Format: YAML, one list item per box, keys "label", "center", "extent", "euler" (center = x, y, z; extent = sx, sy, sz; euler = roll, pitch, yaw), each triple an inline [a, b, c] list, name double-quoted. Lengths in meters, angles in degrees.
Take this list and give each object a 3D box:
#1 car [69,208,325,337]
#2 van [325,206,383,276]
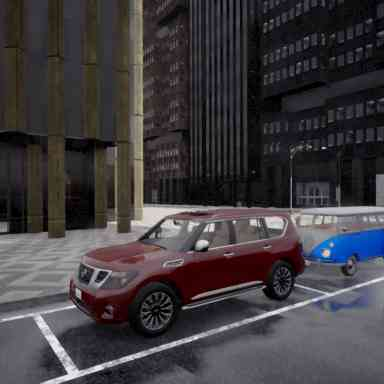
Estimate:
- label: "car"
  center: [0.216, 1.315, 6.813]
  extent: [5.009, 1.841, 2.192]
  euler: [0, 0, -36]
- label: "van"
  center: [4.712, 1.341, 10.023]
  extent: [3.998, 1.788, 1.690]
  euler: [0, 0, -36]
